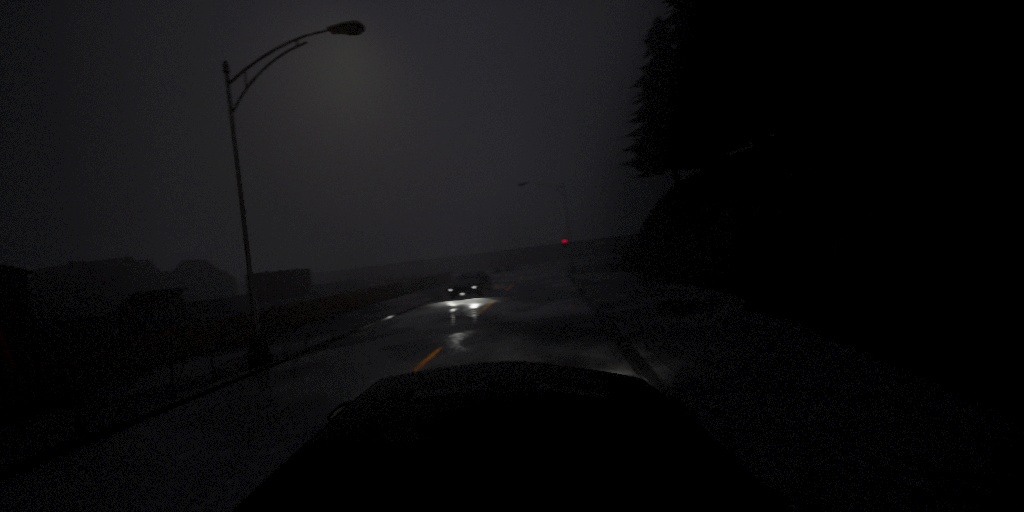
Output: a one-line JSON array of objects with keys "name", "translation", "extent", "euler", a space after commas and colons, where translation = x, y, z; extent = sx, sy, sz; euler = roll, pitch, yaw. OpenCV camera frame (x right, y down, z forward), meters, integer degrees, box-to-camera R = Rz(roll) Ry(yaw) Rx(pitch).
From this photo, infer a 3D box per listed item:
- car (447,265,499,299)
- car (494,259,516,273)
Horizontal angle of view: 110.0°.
[{"name": "car", "translation": [-2.421, 1.624, 21.865], "extent": [2.033, 1.411, 5.357], "euler": [-7, 0, 6]}, {"name": "car", "translation": [-0.686, 1.040, 37.153], "extent": [2.128, 1.511, 4.902], "euler": [-7, 0, 6]}]
